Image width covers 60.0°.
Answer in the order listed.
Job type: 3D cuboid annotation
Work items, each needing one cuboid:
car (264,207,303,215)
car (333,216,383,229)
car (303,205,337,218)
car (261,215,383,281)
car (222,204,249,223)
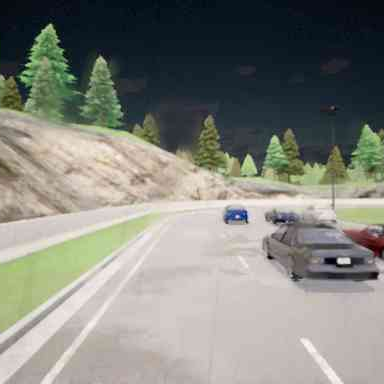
[{"bbox_3d":[7.101,1.897,26.745,1.895,1.301,4.718,0,-1,2],"label":"car"},{"bbox_3d":[7.031,1.732,11.748,1.895,1.301,4.718,0,-1,1],"label":"car"},{"bbox_3d":[10.646,1.836,28.047,1.812,1.442,4.674,0,0,2],"label":"car"},{"bbox_3d":[3.515,1.661,10.181,2.033,1.411,5.357,0,-1,0],"label":"car"},{"bbox_3d":[3.674,1.794,28.550,1.882,1.535,5.008,0,0,2],"label":"car"}]
